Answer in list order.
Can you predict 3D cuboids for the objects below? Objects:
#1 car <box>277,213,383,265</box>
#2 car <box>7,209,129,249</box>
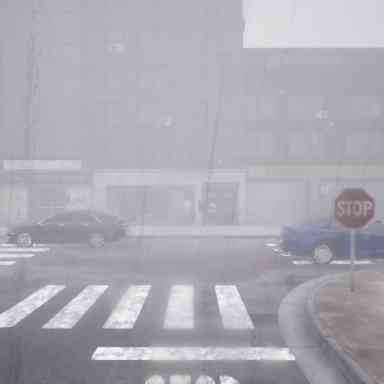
[{"bbox_3d":[5.416,1.461,11.032,5.008,1.535,1.882,0,0,0],"label":"car"},{"bbox_3d":[-5.131,1.504,14.022,4.892,1.490,1.837,0,0,0],"label":"car"}]
